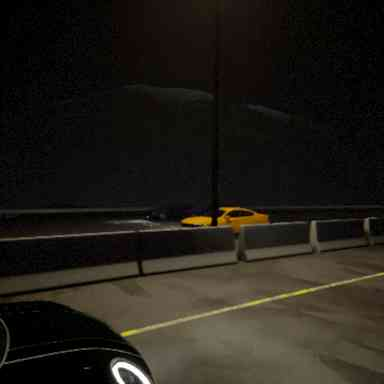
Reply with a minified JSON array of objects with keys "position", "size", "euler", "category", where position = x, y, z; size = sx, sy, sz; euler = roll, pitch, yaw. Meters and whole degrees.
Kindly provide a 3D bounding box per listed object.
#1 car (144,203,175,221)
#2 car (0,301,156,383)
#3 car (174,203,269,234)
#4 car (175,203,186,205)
[{"position":[-1.251,1.634,27.959],"size":[5.357,1.411,2.033],"euler":[1,0,-31],"category":"car"},{"position":[-2.401,1.329,1.938],"size":[4.553,1.767,2.097],"euler":[1,0,-36],"category":"car"},{"position":[1.826,1.561,17.541],"size":[5.008,1.535,1.882],"euler":[1,0,-31],"category":"car"},{"position":[1.572,1.587,25.518],"size":[5.008,1.535,1.882],"euler":[1,0,-30],"category":"car"}]
